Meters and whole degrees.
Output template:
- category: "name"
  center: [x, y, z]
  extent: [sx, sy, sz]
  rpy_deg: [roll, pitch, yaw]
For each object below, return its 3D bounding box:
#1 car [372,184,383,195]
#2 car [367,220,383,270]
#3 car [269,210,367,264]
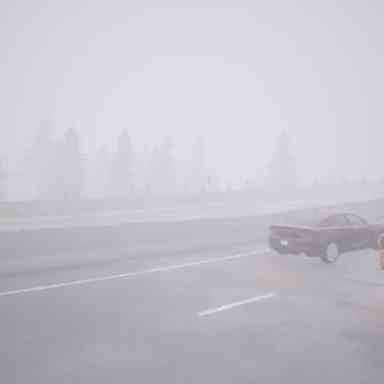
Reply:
- category: "car"
  center: [25.461, -0.367, 43.604]
  extent: [4.902, 1.511, 2.128]
  rpy_deg: [-4, 2, -35]
- category: "car"
  center: [6.876, 1.350, 8.690]
  extent: [5.008, 1.535, 1.882]
  rpy_deg: [-1, 1, -35]
- category: "car"
  center: [4.840, 1.349, 11.537]
  extent: [5.008, 1.535, 1.882]
  rpy_deg: [-1, 1, -35]
